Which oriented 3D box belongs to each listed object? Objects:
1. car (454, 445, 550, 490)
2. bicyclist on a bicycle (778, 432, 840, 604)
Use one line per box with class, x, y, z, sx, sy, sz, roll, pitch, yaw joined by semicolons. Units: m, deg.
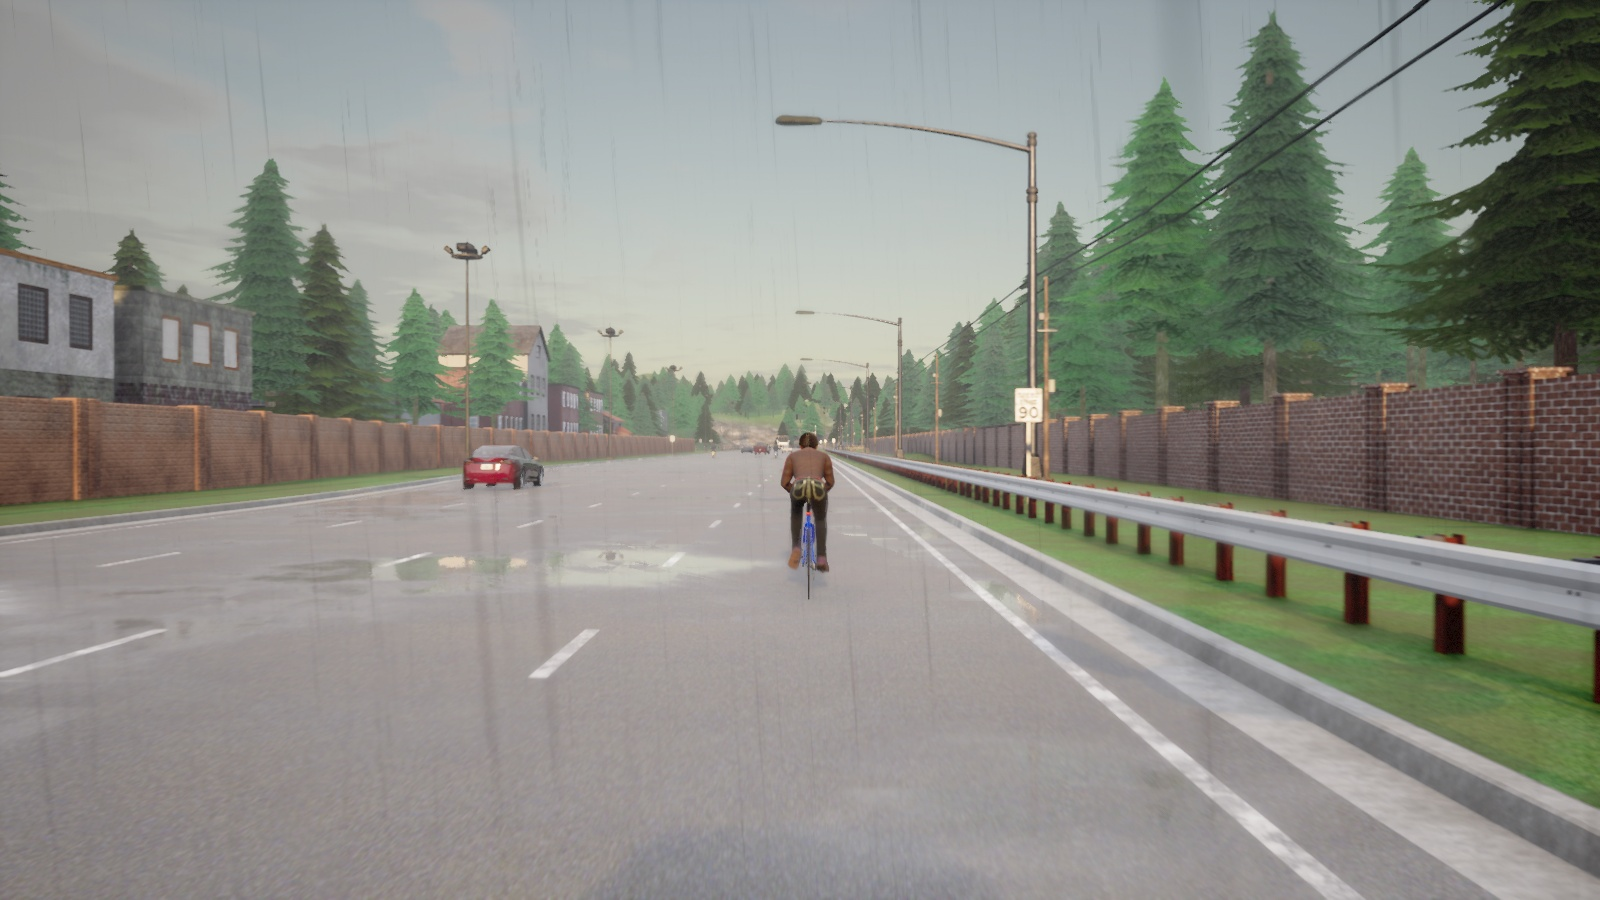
car;-10.238;0.560;43.542;2.163;1.488;4.792;0;0;0
bicyclist on a bicycle;0.087;0.648;12.717;0.582;1.620;1.656;0;0;0
